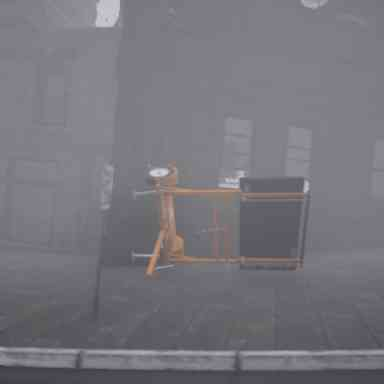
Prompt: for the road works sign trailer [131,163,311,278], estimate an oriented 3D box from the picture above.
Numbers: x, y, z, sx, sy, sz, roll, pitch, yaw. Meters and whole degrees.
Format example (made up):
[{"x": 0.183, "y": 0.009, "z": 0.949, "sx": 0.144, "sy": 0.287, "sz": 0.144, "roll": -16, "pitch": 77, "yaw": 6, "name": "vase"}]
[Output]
[{"x": 0.634, "y": 0.890, "z": 7.269, "sx": 3.560, "sy": 2.380, "sz": 2.880, "roll": -1, "pitch": 27, "yaw": 7, "name": "road works sign trailer"}]
